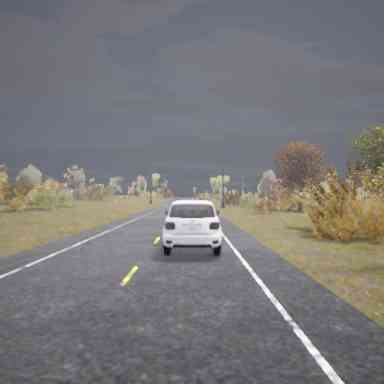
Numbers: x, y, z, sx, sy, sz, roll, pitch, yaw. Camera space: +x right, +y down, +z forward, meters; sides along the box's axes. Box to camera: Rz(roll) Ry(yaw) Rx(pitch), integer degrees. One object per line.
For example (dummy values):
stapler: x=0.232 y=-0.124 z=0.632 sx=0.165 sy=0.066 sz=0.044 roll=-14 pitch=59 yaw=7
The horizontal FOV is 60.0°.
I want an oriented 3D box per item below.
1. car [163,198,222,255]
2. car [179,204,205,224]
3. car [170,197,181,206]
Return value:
car: x=0.006 y=1.352 z=14.016 sx=2.150 sy=2.045 sz=5.566 roll=0 pitch=0 yaw=0
car: x=0.011 y=1.830 z=28.999 sx=2.033 sy=1.411 sz=5.357 roll=0 pitch=-1 yaw=0
car: x=-3.541 y=2.070 z=71.044 sx=2.097 sy=1.767 sz=4.553 roll=0 pitch=-1 yaw=0
